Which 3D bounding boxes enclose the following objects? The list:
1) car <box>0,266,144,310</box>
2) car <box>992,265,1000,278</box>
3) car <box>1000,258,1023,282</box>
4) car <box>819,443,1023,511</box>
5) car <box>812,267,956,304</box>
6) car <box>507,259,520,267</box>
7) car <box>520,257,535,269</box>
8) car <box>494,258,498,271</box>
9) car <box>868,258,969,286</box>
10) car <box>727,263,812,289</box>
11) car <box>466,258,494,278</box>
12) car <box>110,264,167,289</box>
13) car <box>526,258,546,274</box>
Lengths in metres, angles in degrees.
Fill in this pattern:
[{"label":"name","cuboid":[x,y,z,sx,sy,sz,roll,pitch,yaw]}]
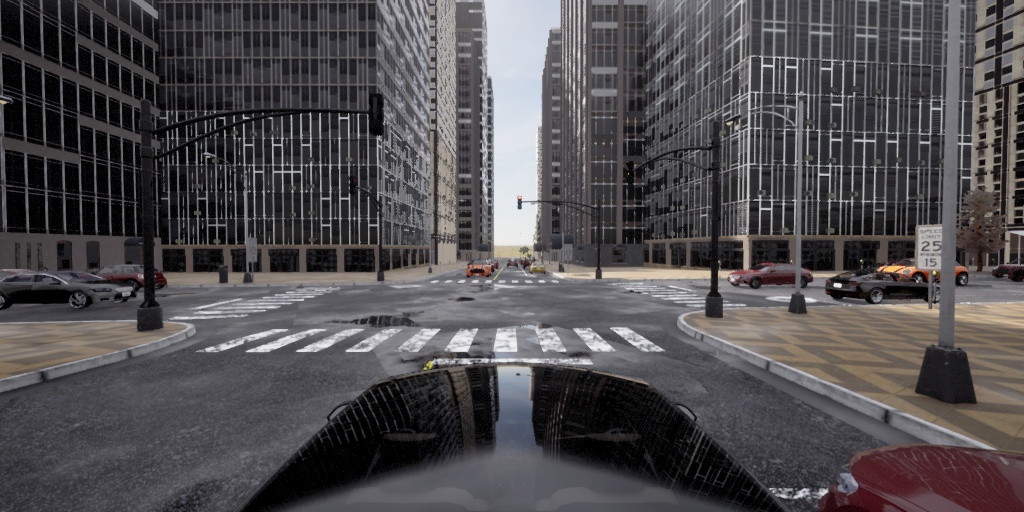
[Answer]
[{"label":"car","cuboid":[-18.860,1.368,15.031,4.902,1.511,2.128,0,1,-5]},{"label":"car","cuboid":[37.697,0.863,26.095,4.097,1.591,1.967,0,0,-5]},{"label":"car","cuboid":[35.352,0.844,23.253,4.553,1.767,2.097,0,1,-5]},{"label":"car","cuboid":[2.691,1.333,0.387,1.802,1.307,4.207,0,0,0]},{"label":"car","cuboid":[16.126,1.292,15.682,4.313,1.339,1.948,0,0,-5]},{"label":"car","cuboid":[0.086,1.225,62.967,1.812,1.442,4.674,0,0,0]},{"label":"car","cuboid":[2.719,1.025,55.007,2.192,1.841,5.009,0,0,0]},{"label":"car","cuboid":[-3.108,1.200,44.206,1.882,1.535,5.008,0,0,0]},{"label":"car","cuboid":[25.343,0.903,22.334,4.553,1.767,2.097,0,1,-5]},{"label":"car","cuboid":[15.395,1.134,21.426,4.674,1.442,1.812,0,1,-5]},{"label":"car","cuboid":[-3.107,1.083,34.271,2.097,1.767,4.553,0,0,0]},{"label":"car","cuboid":[-22.575,1.215,20.524,4.097,1.591,1.967,0,0,-5]},{"label":"car","cuboid":[2.812,1.252,39.925,1.751,1.417,4.829,0,0,0]}]
